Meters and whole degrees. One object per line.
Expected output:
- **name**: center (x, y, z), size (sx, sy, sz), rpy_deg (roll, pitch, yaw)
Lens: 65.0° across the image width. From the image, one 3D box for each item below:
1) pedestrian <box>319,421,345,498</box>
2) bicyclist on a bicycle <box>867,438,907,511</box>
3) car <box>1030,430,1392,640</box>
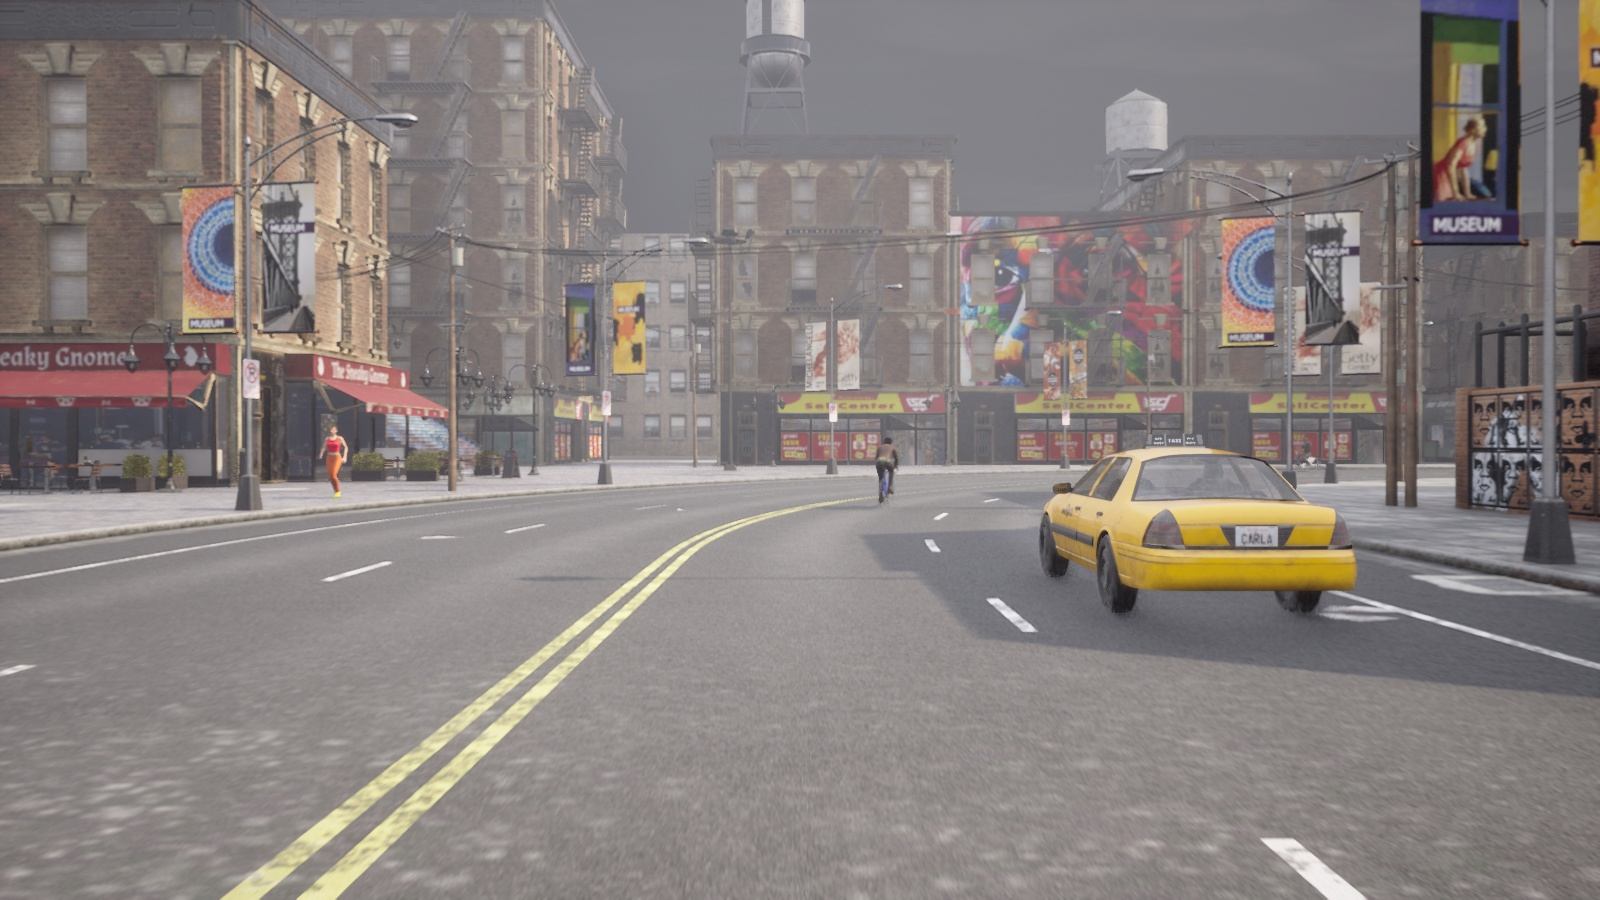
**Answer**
- **pedestrian**: center (-11.232, 0.224, 30.147), size (0.345, 1.836, 0.594), rpy_deg (0, 0, 7)
- **bicyclist on a bicycle**: center (2.006, 0.538, 28.855), size (0.582, 1.620, 1.656), rpy_deg (0, 0, 15)
- **car**: center (3.572, 0.620, 12.111), size (1.801, 1.575, 5.366), rpy_deg (0, 0, 1)
